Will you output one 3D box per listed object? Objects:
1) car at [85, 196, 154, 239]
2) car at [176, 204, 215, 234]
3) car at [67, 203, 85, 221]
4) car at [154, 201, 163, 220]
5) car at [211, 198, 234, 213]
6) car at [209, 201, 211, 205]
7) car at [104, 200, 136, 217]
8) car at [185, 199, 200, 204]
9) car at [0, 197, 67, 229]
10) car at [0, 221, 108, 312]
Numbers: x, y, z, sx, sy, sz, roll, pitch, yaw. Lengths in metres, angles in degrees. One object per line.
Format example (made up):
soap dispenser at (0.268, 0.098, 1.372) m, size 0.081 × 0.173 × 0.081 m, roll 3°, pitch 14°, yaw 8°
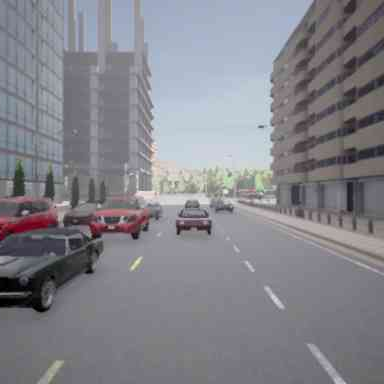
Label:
car at (-3.573, 1.230, 17.576) m, size 2.150 × 2.045 × 5.566 m, roll 0°, pitch 0°, yaw 0°
car at (0.094, 1.610, 19.264) m, size 1.895 × 1.301 × 4.718 m, roll 0°, pitch 0°, yaw 0°
car at (-7.033, 1.488, 22.616) m, size 1.882 × 1.535 × 5.008 m, roll 0°, pitch 0°, yaw 1°
car at (-3.508, 1.504, 27.799) m, size 2.128 × 1.511 × 4.902 m, roll 0°, pitch 0°, yaw 0°
car at (3.490, 1.618, 37.197) m, size 1.895 × 1.301 × 4.718 m, roll 0°, pitch 0°, yaw 0°
car at (3.487, 1.569, 47.635) m, size 2.033 × 1.411 × 5.357 m, roll 0°, pitch 0°, yaw 0°
car at (-7.009, 1.562, 32.878) m, size 2.033 × 1.411 × 5.357 m, roll 0°, pitch 0°, yaw 0°
car at (0.046, 1.584, 44.327) m, size 1.994 × 1.385 × 4.181 m, roll 0°, pitch 0°, yaw 0°
car at (-7.088, 1.228, 12.811) m, size 2.150 × 2.045 × 5.566 m, roll 0°, pitch 0°, yaw 0°
car at (-3.588, 1.605, 7.816) m, size 1.895 × 1.301 × 4.718 m, roll 0°, pitch 0°, yaw 0°
